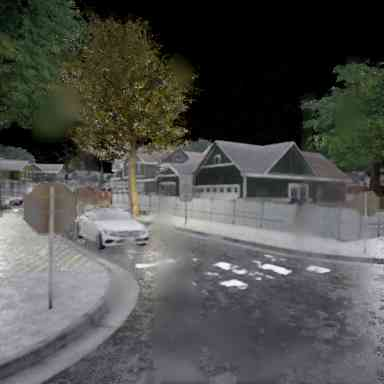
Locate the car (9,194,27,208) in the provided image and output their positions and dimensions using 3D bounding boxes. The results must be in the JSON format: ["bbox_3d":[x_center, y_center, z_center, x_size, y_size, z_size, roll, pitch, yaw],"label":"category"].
[{"bbox_3d":[-17.946,0.879,35.009,1.994,1.385,4.181,1,1,-34],"label":"car"}]

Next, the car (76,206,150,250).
[{"bbox_3d":[-3.384,1.340,13.575,1.812,1.442,4.674,1,1,-33],"label":"car"}]
